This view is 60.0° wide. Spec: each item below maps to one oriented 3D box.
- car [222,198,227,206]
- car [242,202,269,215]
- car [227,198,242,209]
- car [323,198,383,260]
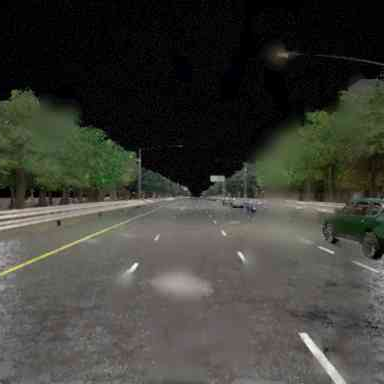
[{"bbox_3d":[7.264,2.060,68.446,2.128,1.511,4.902,0,-1,0],"label":"car"},{"bbox_3d":[7.076,1.782,36.652,1.895,1.301,4.718,0,-1,0],"label":"car"},{"bbox_3d":[7.161,1.938,53.177,1.994,1.385,4.181,0,-1,0],"label":"car"},{"bbox_3d":[7.010,1.244,12.733,2.150,2.045,5.566,0,0,0],"label":"car"}]
